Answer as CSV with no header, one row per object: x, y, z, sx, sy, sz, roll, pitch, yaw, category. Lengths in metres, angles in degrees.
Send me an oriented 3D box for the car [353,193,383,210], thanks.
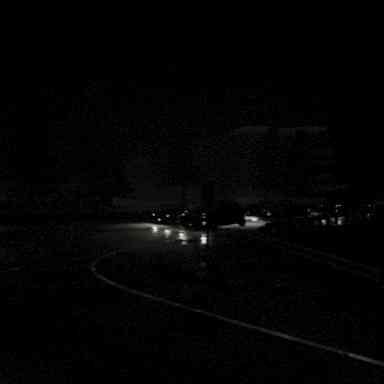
23.158,1.159,42.031,5.566,2.045,2.150,0,0,-28,car

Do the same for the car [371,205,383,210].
22.646,1.432,37.768,5.008,1.535,1.882,0,0,-29,car

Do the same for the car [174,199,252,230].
1.383,1.259,20.282,2.097,1.767,4.553,1,0,41,car

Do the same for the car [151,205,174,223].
-0.352,1.426,23.743,2.033,1.411,5.357,1,0,43,car

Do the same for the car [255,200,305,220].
7.592,1.406,26.694,4.902,1.511,2.128,0,0,-42,car

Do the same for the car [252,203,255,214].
6.844,1.437,30.791,5.357,1.411,2.033,0,0,-42,car
